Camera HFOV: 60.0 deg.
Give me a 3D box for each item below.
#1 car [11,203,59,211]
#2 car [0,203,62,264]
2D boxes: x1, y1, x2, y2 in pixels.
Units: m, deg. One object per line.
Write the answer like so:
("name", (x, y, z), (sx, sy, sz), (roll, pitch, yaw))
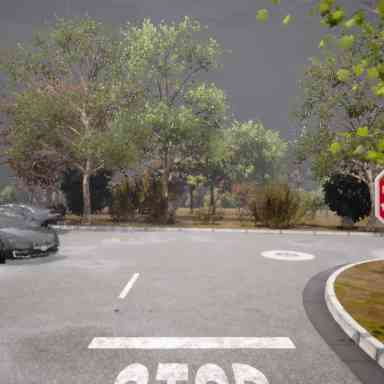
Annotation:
("car", (-9.334, 1.329, 17.305), (4.902, 1.511, 2.128), (1, -1, 0))
("car", (-6.683, 1.360, 11.574), (4.892, 1.490, 1.837), (4, 1, 30))
